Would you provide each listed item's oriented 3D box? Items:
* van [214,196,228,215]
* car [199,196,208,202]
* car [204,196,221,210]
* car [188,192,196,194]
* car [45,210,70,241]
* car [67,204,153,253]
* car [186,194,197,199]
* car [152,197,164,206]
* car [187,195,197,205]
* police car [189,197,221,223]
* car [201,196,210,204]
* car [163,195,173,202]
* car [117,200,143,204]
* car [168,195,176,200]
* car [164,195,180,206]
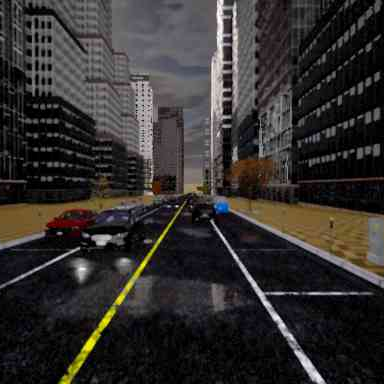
[{"bbox_3d":[2.676,1.331,33.431,1.690,1.788,3.998,-1,0,0],"label":"van"},{"bbox_3d":[2.682,1.574,78.430,1.947,1.339,4.313,-1,0,0],"label":"car"},{"bbox_3d":[2.678,1.431,44.681,1.967,1.590,4.097,-1,0,0],"label":"car"},{"bbox_3d":[0.004,1.047,77.340,2.150,2.045,5.566,0,0,0],"label":"car"},{"bbox_3d":[-5.701,1.537,16.555,1.887,1.381,4.507,-1,0,0],"label":"car"},{"bbox_3d":[-3.097,1.485,13.791,2.128,1.511,4.902,0,0,0],"label":"car"},{"bbox_3d":[0.004,1.502,60.497,1.837,1.490,4.892,0,0,0],"label":"car"},{"bbox_3d":[-5.699,1.546,55.931,2.008,1.369,4.403,-1,0,0],"label":"car"},{"bbox_3d":[0.764,1.471,41.593,1.882,1.535,5.008,0,0,3],"label":"car"},{"bbox_3d":[0.901,1.415,25.666,1.930,1.638,5.238,0,0,0],"label":"police car"},{"bbox_3d":[2.681,1.526,67.351,1.752,1.417,4.829,-1,0,0],"label":"car"},{"bbox_3d":[-5.700,1.448,78.431,1.967,1.590,4.097,-1,0,0],"label":"car"},{"bbox_3d":[-5.700,1.541,27.806,2.008,1.369,4.403,-1,0,0],"label":"car"},{"bbox_3d":[-5.698,1.568,95.306,1.887,1.381,4.507,-1,0,0],"label":"car"},{"bbox_3d":[-3.054,1.557,54.654,1.994,1.385,4.181,0,0,0],"label":"car"}]
